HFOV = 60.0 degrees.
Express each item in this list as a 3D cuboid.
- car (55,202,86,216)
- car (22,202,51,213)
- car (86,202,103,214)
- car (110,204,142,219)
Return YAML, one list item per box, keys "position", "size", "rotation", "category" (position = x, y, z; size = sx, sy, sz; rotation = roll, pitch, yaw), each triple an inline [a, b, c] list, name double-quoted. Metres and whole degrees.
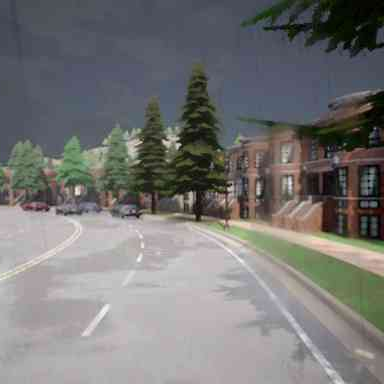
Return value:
- position: [-13.853, 1.918, 37.174]
  size: [1.994, 1.385, 4.181]
  rotation: [0, -1, -39]
  category: "car"
- position: [-20.809, 2.022, 44.347]
  size: [4.718, 1.301, 1.895]
  rotation: [0, -1, 39]
  category: "car"
- position: [-13.140, 1.946, 41.815]
  size: [2.033, 1.411, 5.357]
  rotation: [1, -1, -42]
  category: "car"
- position: [-6.568, 1.860, 32.702]
  size: [2.033, 1.411, 5.357]
  rotation: [0, -1, -29]
  category: "car"
